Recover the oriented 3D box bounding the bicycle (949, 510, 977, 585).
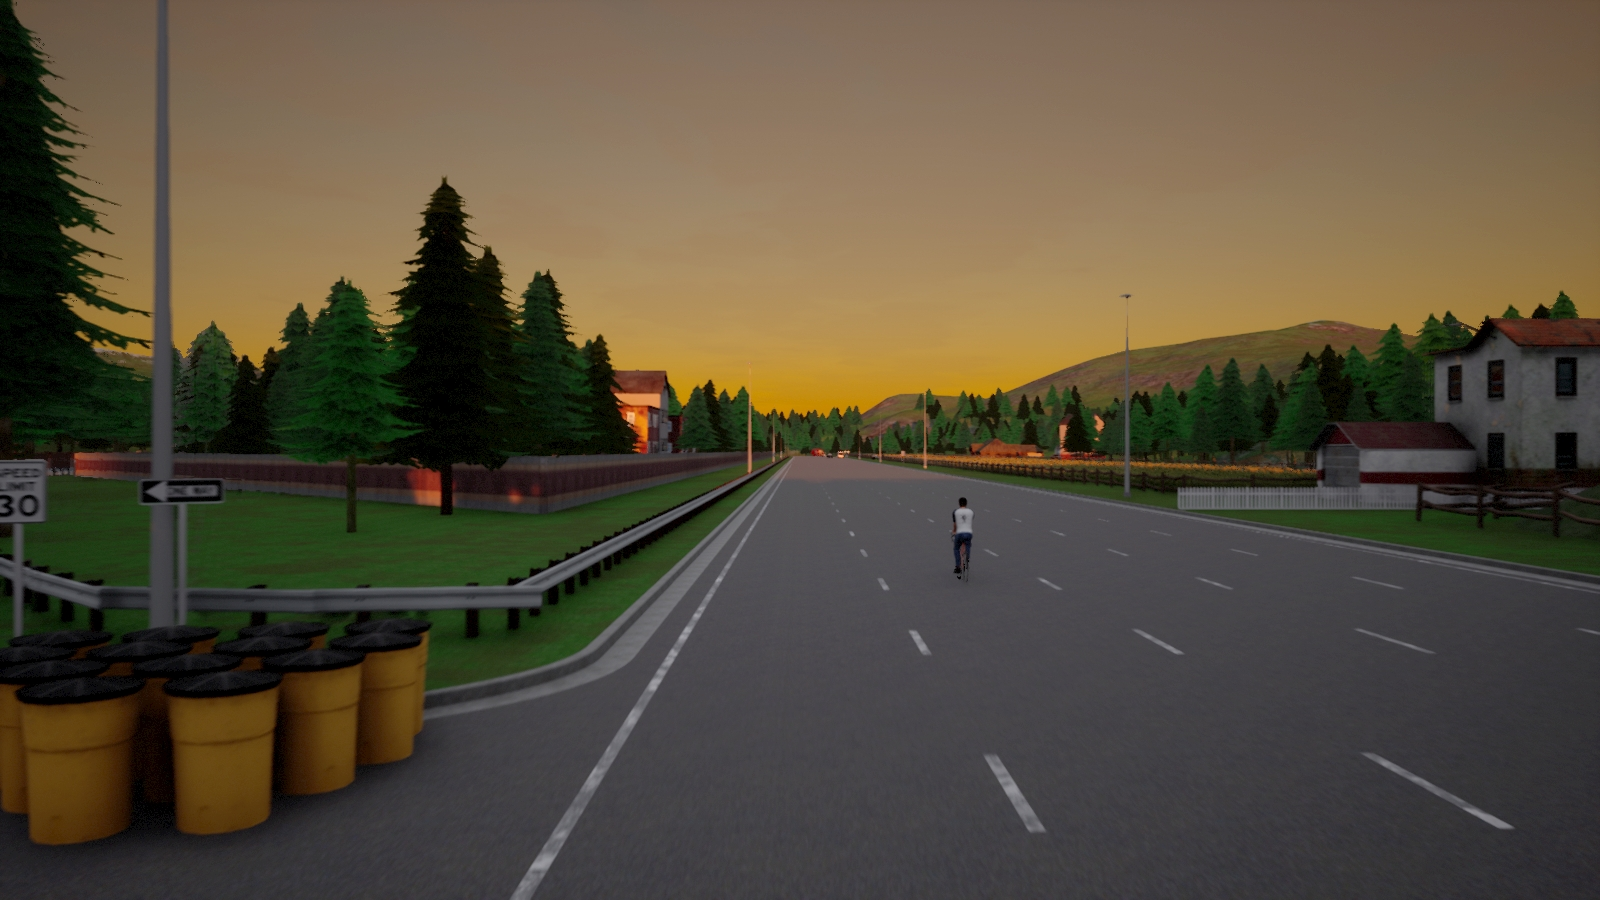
[{"bbox_3d":[3.500,2.071,24.667,0.373,1.496,1.643,0,0,0],"label":"bicycle"}]
